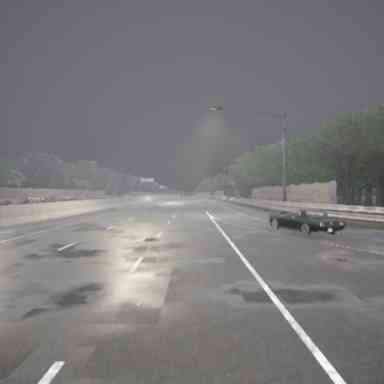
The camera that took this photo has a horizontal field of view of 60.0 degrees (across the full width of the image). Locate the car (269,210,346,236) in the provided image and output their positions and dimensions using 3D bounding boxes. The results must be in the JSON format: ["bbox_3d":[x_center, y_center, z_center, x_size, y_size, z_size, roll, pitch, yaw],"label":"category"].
[{"bbox_3d":[6.389,1.668,19.146,1.895,1.301,4.718,0,0,-19],"label":"car"}]

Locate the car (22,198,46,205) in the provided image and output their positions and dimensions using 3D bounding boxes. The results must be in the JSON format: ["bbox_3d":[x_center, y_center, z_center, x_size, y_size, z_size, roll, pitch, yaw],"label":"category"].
[{"bbox_3d":[-24.552,1.740,52.983,1.994,1.385,4.181,0,0,0],"label":"car"}]

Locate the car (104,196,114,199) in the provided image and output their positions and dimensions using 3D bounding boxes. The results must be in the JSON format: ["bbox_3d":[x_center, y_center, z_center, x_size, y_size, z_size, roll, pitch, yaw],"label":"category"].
[{"bbox_3d":[-17.542,1.741,71.069,1.837,1.490,4.892,0,0,0],"label":"car"}]

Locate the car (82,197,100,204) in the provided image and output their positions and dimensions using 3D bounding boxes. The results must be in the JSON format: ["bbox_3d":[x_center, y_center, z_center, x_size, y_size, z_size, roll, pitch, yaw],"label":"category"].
[{"bbox_3d":[-21.036,1.775,69.476,2.033,1.411,5.357,0,0,0],"label":"car"}]

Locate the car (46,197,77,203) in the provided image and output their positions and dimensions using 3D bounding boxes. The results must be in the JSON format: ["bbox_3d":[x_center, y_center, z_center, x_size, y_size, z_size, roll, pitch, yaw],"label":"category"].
[{"bbox_3d":[-21.044,1.727,53.773,2.033,1.411,5.357,0,0,1],"label":"car"}]

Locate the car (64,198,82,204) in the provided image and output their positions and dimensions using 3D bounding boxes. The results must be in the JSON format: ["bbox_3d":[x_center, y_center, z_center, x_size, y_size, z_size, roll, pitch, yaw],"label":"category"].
[{"bbox_3d":[-24.533,1.827,68.676,1.895,1.301,4.718,0,0,0],"label":"car"}]

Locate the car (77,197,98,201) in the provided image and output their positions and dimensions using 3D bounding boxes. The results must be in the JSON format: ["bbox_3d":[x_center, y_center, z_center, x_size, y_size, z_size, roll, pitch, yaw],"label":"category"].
[{"bbox_3d":[-17.544,1.690,55.491,1.837,1.490,4.892,0,0,0],"label":"car"}]

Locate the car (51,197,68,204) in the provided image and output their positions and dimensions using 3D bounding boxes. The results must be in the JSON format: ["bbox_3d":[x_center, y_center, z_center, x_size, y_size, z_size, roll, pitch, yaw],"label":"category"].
[{"bbox_3d":[-28.041,1.790,70.381,1.994,1.385,4.181,0,0,0],"label":"car"}]

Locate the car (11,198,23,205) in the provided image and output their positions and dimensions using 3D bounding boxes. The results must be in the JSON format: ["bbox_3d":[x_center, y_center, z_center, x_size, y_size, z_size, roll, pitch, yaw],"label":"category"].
[{"bbox_3d":[-28.026,1.675,55.171,2.128,1.511,4.902,0,0,0],"label":"car"}]
